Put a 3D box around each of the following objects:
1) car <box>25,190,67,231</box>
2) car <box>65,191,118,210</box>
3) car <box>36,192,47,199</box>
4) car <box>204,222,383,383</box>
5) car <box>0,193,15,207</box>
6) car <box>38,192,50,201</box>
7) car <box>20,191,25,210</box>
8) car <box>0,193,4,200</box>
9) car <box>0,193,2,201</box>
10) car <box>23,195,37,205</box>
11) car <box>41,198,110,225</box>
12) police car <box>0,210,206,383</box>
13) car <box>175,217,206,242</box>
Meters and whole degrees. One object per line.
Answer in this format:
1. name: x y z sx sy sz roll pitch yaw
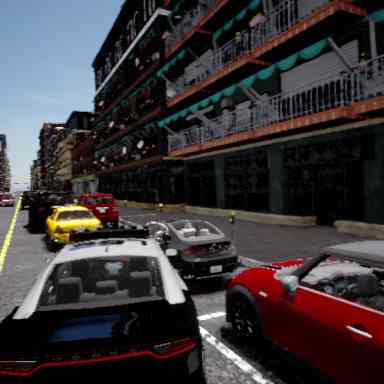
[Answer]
1. car: -8.034 0.999 19.041 2.150 2.045 5.566 -2 1 -29
2. car: -5.597 1.031 18.919 2.192 1.841 5.009 -2 1 -27
3. car: -33.646 0.770 74.211 1.887 1.381 4.507 -2 1 -27
4. car: 2.056 1.285 3.843 1.967 1.590 4.097 -2 1 -27
5. car: -24.649 1.021 43.894 2.097 1.767 4.553 -2 1 -27
6. car: -28.623 0.840 64.310 1.752 1.417 4.829 -2 1 -27
7. car: -18.014 0.858 37.447 2.150 2.045 5.566 -2 2 -27
8. car: -41.118 1.058 70.428 1.887 1.381 4.507 -2 1 -27
9. car: -38.570 0.998 65.398 1.967 1.590 4.097 -2 1 -27
10. car: -24.565 1.122 50.374 1.895 1.301 4.718 -2 1 -27
11. car: -5.117 1.268 14.023 1.801 1.575 5.366 -2 1 -27
12. police car: -1.173 1.334 4.919 1.930 1.638 5.238 -2 1 -11
13. car: -0.491 1.353 8.871 2.008 1.369 4.403 -2 1 -27
